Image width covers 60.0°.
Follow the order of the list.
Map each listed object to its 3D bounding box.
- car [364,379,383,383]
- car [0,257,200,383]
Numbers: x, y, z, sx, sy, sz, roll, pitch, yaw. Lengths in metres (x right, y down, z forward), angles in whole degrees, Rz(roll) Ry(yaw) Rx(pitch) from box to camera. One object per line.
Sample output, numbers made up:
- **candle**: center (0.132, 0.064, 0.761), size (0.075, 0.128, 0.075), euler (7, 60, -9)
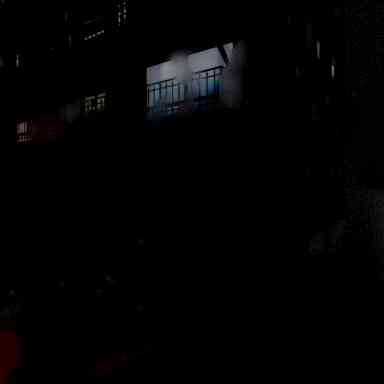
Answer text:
- **car**: center (2.569, 1.566, 1.047), size (4.313, 1.339, 1.947), euler (0, 0, 35)
- **car**: center (-2.023, 1.545, 4.316), size (4.507, 1.381, 1.887), euler (0, 0, 35)
